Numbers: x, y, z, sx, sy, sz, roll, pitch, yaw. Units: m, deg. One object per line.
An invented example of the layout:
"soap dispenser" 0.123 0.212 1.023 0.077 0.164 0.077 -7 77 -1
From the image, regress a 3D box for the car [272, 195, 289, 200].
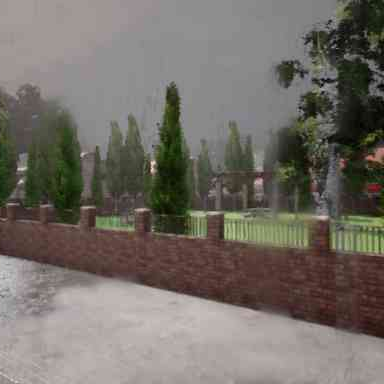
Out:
"car" 12.086 1.189 45.806 1.816 1.474 4.193 0 0 35
